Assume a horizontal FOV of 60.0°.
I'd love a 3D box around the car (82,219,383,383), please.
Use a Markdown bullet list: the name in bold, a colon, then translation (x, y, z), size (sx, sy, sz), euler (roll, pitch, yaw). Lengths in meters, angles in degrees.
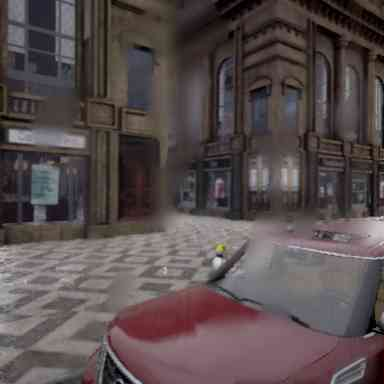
- **car**: translation (1.502, 1.306, 3.577), size (5.009, 1.841, 2.192), euler (0, 1, -35)
